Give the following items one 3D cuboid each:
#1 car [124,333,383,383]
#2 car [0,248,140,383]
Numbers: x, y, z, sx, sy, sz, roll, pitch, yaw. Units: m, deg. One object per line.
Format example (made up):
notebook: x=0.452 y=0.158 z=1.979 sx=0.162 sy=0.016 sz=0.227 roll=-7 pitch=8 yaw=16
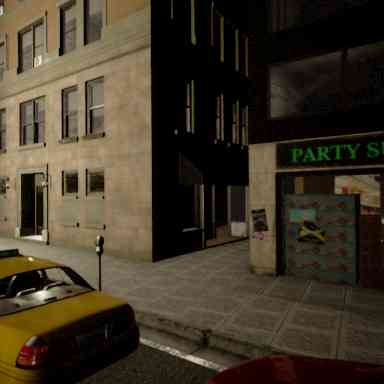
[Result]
car: x=1.829 y=1.582 z=1.549 sx=4.206 sy=1.307 sz=1.802 roll=0 pitch=-1 yaw=36
car: x=-2.925 y=1.525 z=4.948 sx=4.829 sy=1.417 sz=1.752 roll=0 pitch=-1 yaw=36
